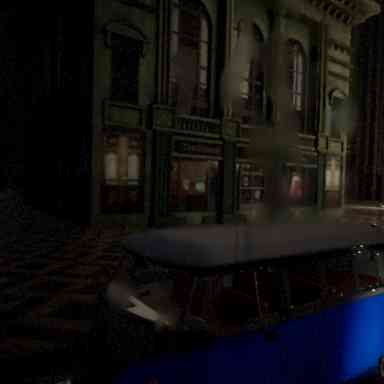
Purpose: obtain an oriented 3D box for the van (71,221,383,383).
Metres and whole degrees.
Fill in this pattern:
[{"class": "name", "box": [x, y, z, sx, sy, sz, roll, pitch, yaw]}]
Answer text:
[{"class": "van", "box": [0.902, 1.271, 3.678, 3.998, 1.788, 1.690, 1, 1, -34]}]
